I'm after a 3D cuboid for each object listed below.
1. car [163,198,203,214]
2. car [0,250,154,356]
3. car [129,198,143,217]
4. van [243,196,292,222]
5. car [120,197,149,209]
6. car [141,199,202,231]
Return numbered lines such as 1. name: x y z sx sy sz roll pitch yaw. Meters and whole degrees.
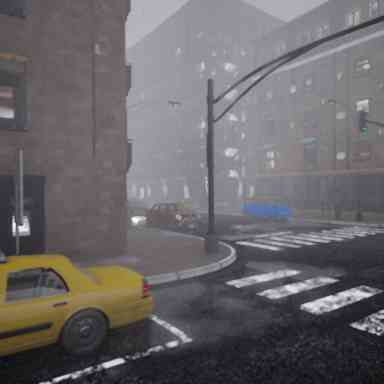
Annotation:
1. car: -1.076 1.413 34.708 1.752 1.417 4.829 -1 0 -36
2. car: -2.891 1.525 4.504 4.829 1.417 1.752 0 0 -35
3. car: -5.517 1.505 30.969 1.994 1.385 4.181 -1 0 -36
4. van: 5.655 1.244 25.391 1.690 1.788 3.998 -1 0 -36
5. car: -7.607 1.426 43.748 1.887 1.381 4.507 -1 0 -36
6. car: -1.148 1.420 20.499 1.967 1.590 4.097 -1 0 -36
